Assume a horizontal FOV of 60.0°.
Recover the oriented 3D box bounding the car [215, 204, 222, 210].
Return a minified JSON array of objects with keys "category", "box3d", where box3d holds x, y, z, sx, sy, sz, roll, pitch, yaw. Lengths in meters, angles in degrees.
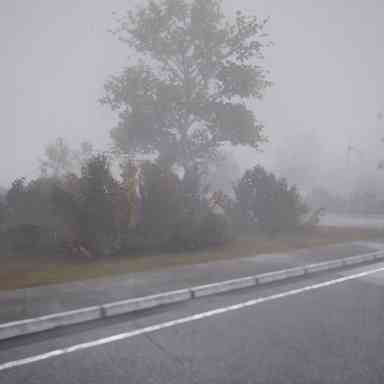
[{"category":"car","box3d":[2.264,2.076,53.207,5.566,2.045,2.150,-1,-1,42]}]
